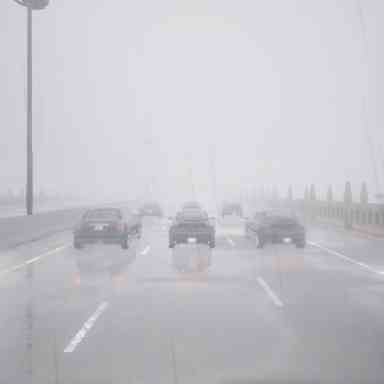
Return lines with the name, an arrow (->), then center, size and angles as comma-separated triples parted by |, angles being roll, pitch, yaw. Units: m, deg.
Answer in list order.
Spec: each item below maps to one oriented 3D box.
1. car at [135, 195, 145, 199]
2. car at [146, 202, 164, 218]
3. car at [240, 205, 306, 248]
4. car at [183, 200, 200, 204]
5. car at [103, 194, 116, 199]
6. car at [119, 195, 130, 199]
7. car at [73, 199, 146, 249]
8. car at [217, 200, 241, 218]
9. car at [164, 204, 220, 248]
car -> -11.849, 1.467, 76.104 | 1.882, 1.535, 5.008 | 0, 0, -2
car -> -3.556, 1.572, 29.728 | 1.994, 1.385, 4.181 | 0, 0, -1
car -> 3.500, 1.516, 14.650 | 1.837, 1.490, 4.892 | 0, 0, 0
car -> -0.057, 1.516, 29.780 | 1.837, 1.490, 4.892 | 0, 0, -1
car -> -18.847, 1.344, 75.932 | 2.097, 1.767, 4.553 | 0, 0, -2
car -> -15.348, 1.467, 76.003 | 1.882, 1.535, 5.008 | 0, 0, -2
car -> -3.500, 1.366, 14.620 | 2.097, 1.767, 4.553 | 0, 0, 0
car -> 3.443, 1.516, 29.833 | 1.837, 1.490, 4.892 | 0, 0, -1
car -> 0.000, 1.516, 14.650 | 1.837, 1.490, 4.892 | 0, 0, 0
